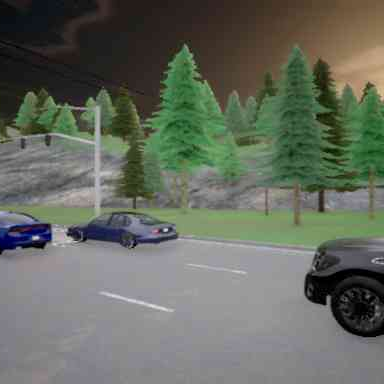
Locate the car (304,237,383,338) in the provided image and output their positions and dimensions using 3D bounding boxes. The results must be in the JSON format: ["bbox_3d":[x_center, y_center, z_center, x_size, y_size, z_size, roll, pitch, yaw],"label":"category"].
[{"bbox_3d":[4.642,1.220,4.976,5.566,2.045,2.150,0,0,35],"label":"car"}]

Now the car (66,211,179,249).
[{"bbox_3d":[-3.152,1.565,14.577,5.357,1.411,2.033,0,0,33],"label":"car"}]

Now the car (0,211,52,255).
[{"bbox_3d":[-7.751,1.501,13.354,5.008,1.535,1.882,0,0,32],"label":"car"}]
